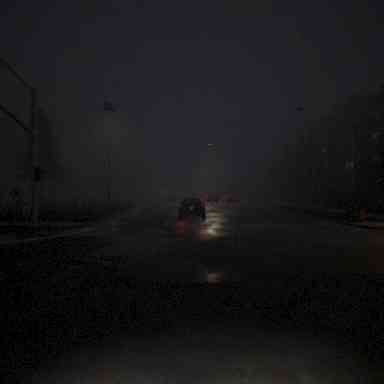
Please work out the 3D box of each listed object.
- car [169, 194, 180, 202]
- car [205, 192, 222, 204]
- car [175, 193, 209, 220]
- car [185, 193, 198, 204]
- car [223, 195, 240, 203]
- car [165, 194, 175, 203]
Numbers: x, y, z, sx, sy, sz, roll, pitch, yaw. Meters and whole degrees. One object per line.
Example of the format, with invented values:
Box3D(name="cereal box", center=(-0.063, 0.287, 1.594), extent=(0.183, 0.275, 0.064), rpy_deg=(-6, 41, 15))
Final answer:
Box3D(name="car", center=(-3.535, 1.148, 66.827), extent=(1.994, 1.385, 4.181), rpy_deg=(0, 0, 0))
Box3D(name="car", center=(3.471, 1.160, 56.414), extent=(1.837, 1.490, 4.892), rpy_deg=(0, 0, 0))
Box3D(name="car", center=(-0.013, 1.189, 26.587), extent=(2.097, 1.767, 4.553), rpy_deg=(0, 0, 0))
Box3D(name="car", center=(-0.029, 1.005, 56.798), extent=(2.097, 1.767, 4.553), rpy_deg=(0, 0, 0))
Box3D(name="car", center=(6.970, 1.253, 56.863), extent=(1.895, 1.301, 4.718), rpy_deg=(0, 0, 0))
Box3D(name="car", center=(-3.530, 1.254, 56.857), extent=(1.895, 1.301, 4.718), rpy_deg=(0, 0, 0))
